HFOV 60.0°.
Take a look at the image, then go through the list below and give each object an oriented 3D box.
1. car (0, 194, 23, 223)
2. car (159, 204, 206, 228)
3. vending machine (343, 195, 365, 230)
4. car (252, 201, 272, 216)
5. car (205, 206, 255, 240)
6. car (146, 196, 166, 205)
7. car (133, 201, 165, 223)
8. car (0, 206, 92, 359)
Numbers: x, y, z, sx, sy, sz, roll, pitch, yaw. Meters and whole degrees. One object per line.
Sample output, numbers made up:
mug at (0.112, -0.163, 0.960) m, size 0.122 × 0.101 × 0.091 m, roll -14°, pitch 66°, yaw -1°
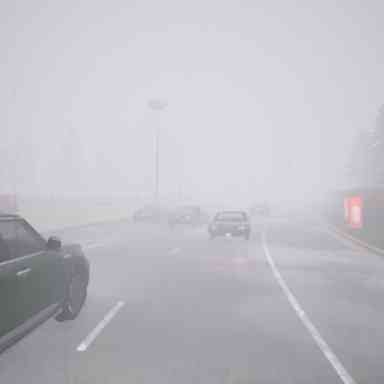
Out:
car at (-14.673, 1.186, 23.095) m, size 2.150 × 2.045 × 5.566 m, roll 0°, pitch 0°, yaw 13°
car at (-0.178, 1.576, 22.735) m, size 2.033 × 1.411 × 5.357 m, roll 0°, pitch 0°, yaw 15°
vending machine at (10.017, 1.266, 20.590) m, size 1.100 × 2.100 × 0.880 m, roll 0°, pitch 0°, yaw 16°
car at (7.018, 1.638, 33.783) m, size 1.994 × 1.385 × 4.181 m, roll 0°, pitch 0°, yaw 18°
car at (2.092, 1.632, 17.129) m, size 1.895 × 1.301 × 4.718 m, roll 0°, pitch 0°, yaw 12°
car at (-6.427, 1.554, 60.030) m, size 1.837 × 1.490 × 4.892 m, roll 0°, pitch 0°, yaw 19°
car at (-2.906, 1.584, 25.634) m, size 1.994 × 1.385 × 4.181 m, roll 0°, pitch 0°, yaw 16°
car at (-3.172, 1.213, 4.157) m, size 2.150 × 2.045 × 5.566 m, roll 0°, pitch 0°, yaw 3°
